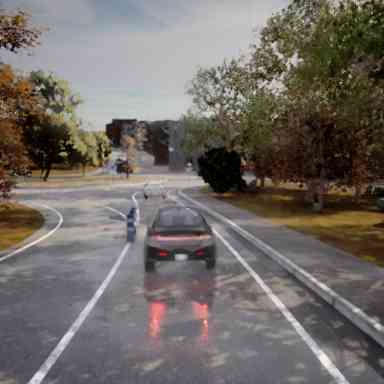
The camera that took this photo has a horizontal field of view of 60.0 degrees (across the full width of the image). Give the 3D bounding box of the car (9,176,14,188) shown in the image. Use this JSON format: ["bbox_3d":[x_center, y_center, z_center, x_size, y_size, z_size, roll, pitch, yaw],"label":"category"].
[{"bbox_3d":[-22.870,-0.817,37.531,4.718,1.301,1.895,1,6,12],"label":"car"}]

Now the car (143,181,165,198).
[{"bbox_3d":[-3.575,-0.290,31.289,1.812,1.442,4.674,-1,6,-10],"label":"car"}]

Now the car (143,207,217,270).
[{"bbox_3d":[-0.398,1.189,10.071,2.128,1.511,4.902,0,2,-4],"label":"car"}]

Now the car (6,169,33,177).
[{"bbox_3d":[-34.182,-3.769,65.859,1.837,1.490,4.892,4,6,34],"label":"car"}]
